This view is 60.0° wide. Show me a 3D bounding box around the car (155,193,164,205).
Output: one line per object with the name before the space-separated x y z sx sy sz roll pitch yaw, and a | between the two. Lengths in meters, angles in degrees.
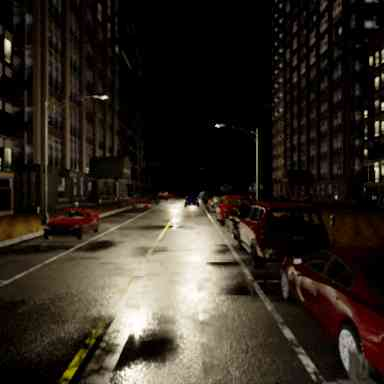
car | -5.714 1.237 49.540 1.802 1.307 4.206 0 0 0

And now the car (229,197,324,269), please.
car | 2.689 1.240 10.769 2.192 1.841 5.009 0 0 0

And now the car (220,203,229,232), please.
car | 2.685 1.452 16.310 1.947 1.339 4.313 0 0 0

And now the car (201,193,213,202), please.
car | 2.660 1.017 60.622 1.967 1.590 4.097 0 0 0

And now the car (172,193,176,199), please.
car | -5.734 0.966 82.775 1.887 1.381 4.507 0 0 0

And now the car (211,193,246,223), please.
car | 2.683 1.163 21.848 2.192 1.841 5.009 0 0 0

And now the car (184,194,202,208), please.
car | -0.023 1.236 41.646 1.812 1.442 4.674 0 0 0

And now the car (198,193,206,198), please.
car | 2.643 0.906 88.488 1.752 1.417 4.829 0 0 0

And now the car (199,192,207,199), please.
car | 2.647 0.861 82.779 1.967 1.590 4.097 0 0 0

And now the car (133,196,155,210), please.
car | -5.708 1.315 38.462 1.802 1.307 4.206 0 0 0

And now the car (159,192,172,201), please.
car | -5.723 0.853 66.155 2.192 1.841 5.009 0 0 0

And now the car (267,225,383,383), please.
car | 2.691 1.508 5.231 1.887 1.381 4.507 0 0 0

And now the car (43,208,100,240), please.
car | -5.695 1.469 16.305 1.802 1.307 4.206 0 0 0

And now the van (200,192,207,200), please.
van | 2.651 0.801 77.239 1.690 1.788 3.998 0 0 0

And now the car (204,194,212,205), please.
car | 2.673 1.257 38.636 1.752 1.417 4.829 0 0 0

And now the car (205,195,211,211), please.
car | 2.676 1.322 32.927 2.008 1.369 4.403 0 0 0

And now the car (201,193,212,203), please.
car | 2.666 1.221 49.545 1.947 1.339 4.313 0 0 0
